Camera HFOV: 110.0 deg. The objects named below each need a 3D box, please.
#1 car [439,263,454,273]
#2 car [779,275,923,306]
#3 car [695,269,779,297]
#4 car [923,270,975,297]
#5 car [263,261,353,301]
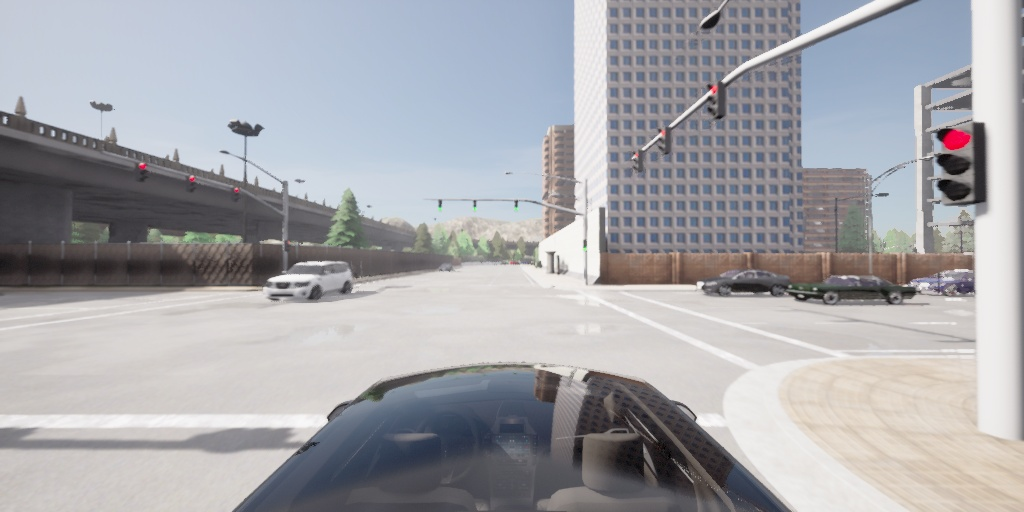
[{"bbox_3d":[-10.512,1.911,57.665,2.128,1.511,4.902,0,0,0],"label":"car"},{"bbox_3d":[15.807,1.578,16.908,4.718,1.301,1.895,0,-1,0],"label":"car"},{"bbox_3d":[13.086,1.507,20.403,4.902,1.511,2.128,0,-1,0],"label":"car"},{"bbox_3d":[25.428,1.544,20.413,4.674,1.442,1.812,0,-1,0],"label":"car"},{"bbox_3d":[-10.500,1.318,19.095,2.150,2.045,5.566,0,0,0],"label":"car"}]
